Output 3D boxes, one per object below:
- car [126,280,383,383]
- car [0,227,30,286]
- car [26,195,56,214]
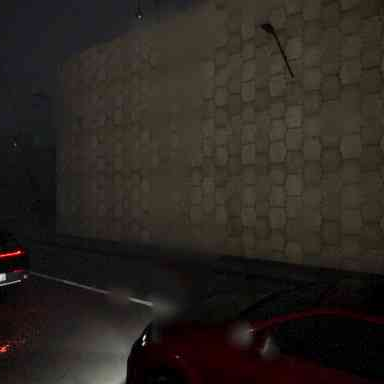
[{"bbox_3d":[1.365,1.564,3.018,4.181,1.385,1.994,0,0,36],"label":"car"},{"bbox_3d":[-5.882,1.505,8.193,4.892,1.490,1.837,0,0,36],"label":"car"},{"bbox_3d":[-12.942,1.061,31.062,2.128,1.511,4.902,0,5,35],"label":"car"}]
